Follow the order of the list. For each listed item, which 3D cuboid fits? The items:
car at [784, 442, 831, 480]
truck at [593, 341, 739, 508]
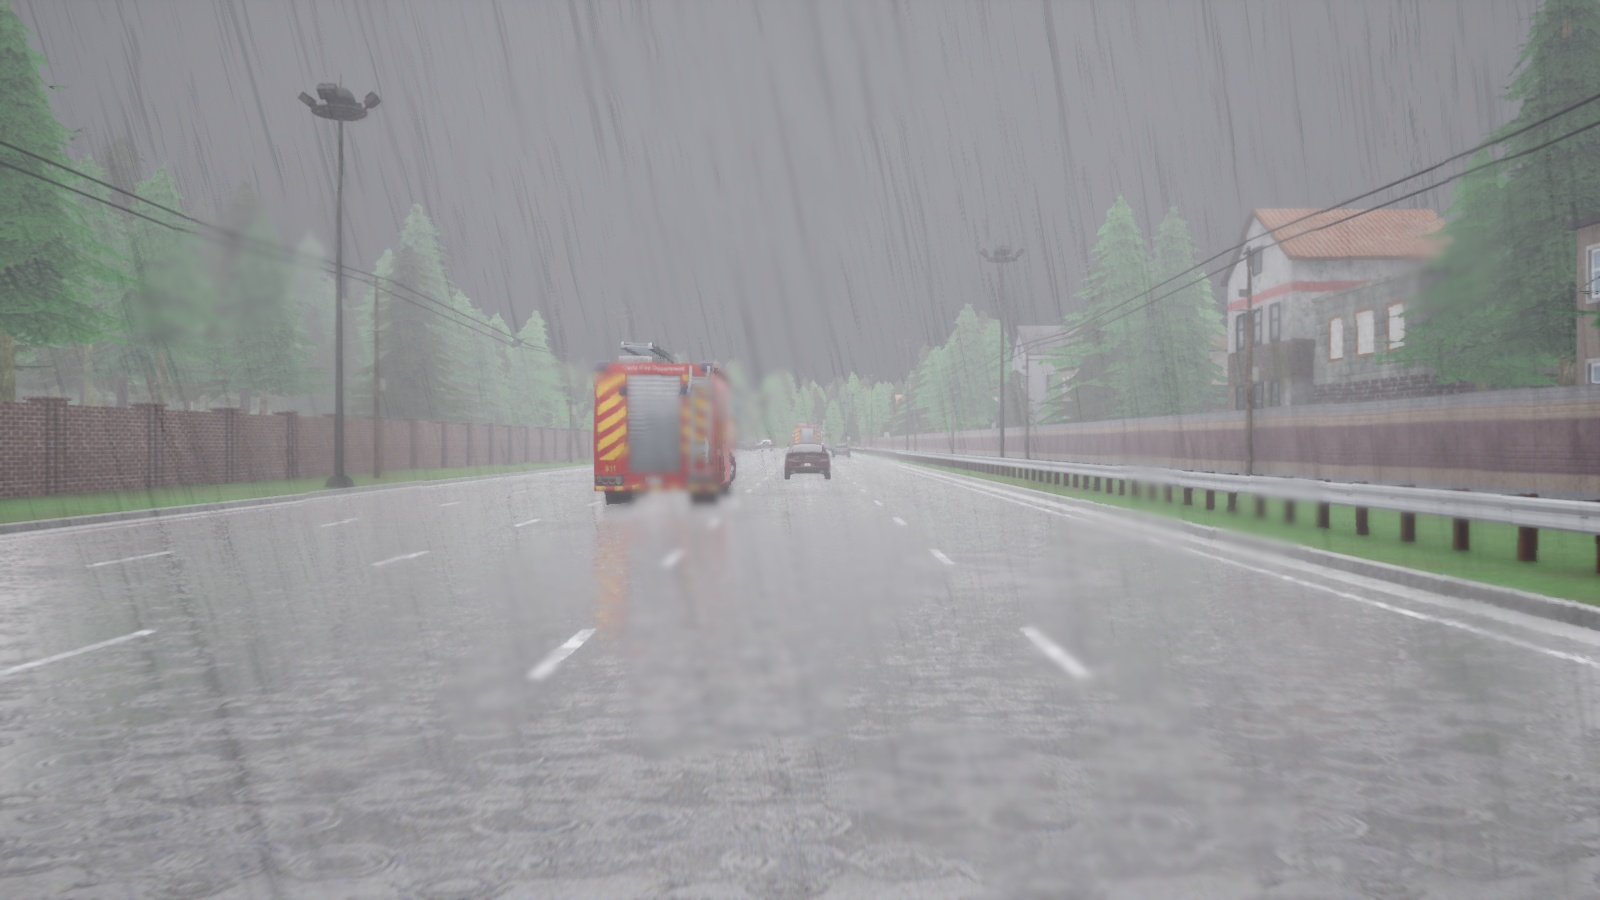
[{"bbox_3d":[0.319,0.425,53.177,1.882,1.535,5.008,0,0,0],"label":"car"},{"bbox_3d":[-3.295,-0.607,33.081,2.891,3.827,8.468,0,0,0],"label":"truck"}]
